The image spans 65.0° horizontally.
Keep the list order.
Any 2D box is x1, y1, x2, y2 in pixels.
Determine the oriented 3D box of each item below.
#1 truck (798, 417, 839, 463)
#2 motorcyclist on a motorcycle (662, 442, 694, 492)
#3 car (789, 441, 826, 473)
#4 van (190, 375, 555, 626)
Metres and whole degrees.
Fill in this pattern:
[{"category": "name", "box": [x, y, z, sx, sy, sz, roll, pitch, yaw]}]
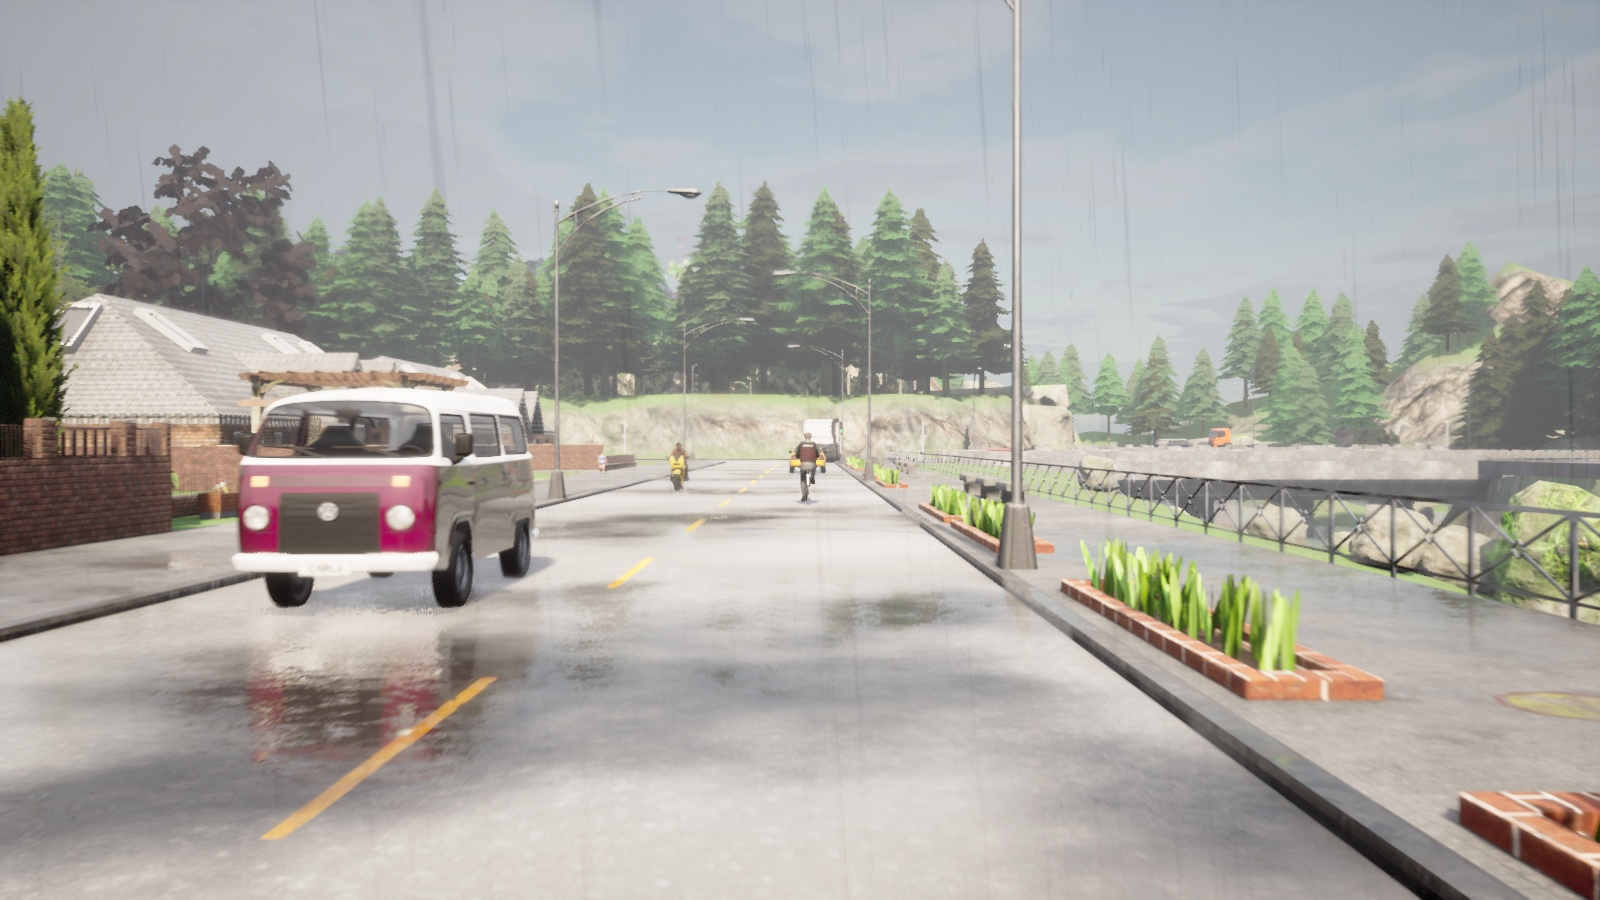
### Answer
[{"category": "truck", "box": [1.511, -0.787, 98.084, 2.891, 3.462, 7.936, 0, 0, 3]}, {"category": "motorcyclist on a motorcycle", "box": [-3.762, 0.507, 38.823, 0.797, 1.523, 2.044, 0, 0, 0]}, {"category": "car", "box": [0.383, 0.326, 63.829, 1.801, 1.575, 5.366, 0, 0, 0]}, {"category": "van", "box": [-3.913, 0.397, 12.456, 2.069, 2.038, 4.480, 0, 0, 0]}]
